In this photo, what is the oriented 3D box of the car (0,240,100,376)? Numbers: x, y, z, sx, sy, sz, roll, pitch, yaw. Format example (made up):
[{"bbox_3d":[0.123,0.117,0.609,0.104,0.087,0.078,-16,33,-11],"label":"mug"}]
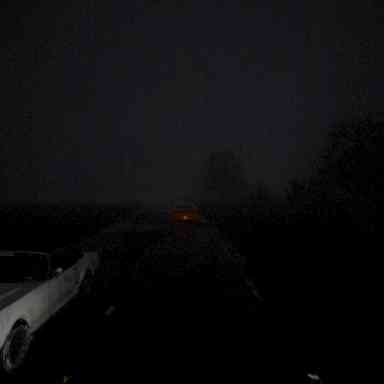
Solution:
[{"bbox_3d":[-3.086,1.603,5.682,1.895,1.301,4.718,0,0,-1],"label":"car"}]

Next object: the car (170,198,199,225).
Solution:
[{"bbox_3d":[-0.554,1.479,23.896,1.882,1.535,5.008,0,0,-3],"label":"car"}]

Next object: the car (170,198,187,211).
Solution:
[{"bbox_3d":[-1.739,1.532,41.386,1.812,1.442,4.674,0,0,-5],"label":"car"}]
